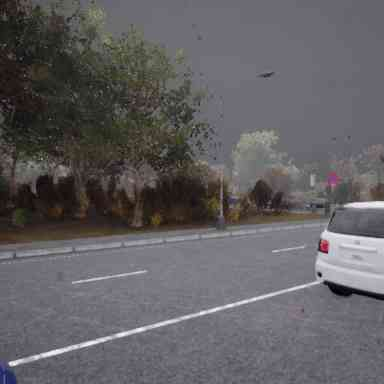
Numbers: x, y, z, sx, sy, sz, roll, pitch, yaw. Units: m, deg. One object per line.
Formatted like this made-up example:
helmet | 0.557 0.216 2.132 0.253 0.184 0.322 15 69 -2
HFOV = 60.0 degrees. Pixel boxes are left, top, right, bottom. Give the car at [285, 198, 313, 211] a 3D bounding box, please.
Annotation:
car | 12.015 1.473 39.666 2.128 1.511 4.902 0 0 -32

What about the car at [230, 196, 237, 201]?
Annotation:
car | 7.326 1.422 53.648 1.882 1.535 5.008 0 0 -32

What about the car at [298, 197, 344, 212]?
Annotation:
car | 15.596 1.469 40.549 2.128 1.511 4.902 0 0 -32

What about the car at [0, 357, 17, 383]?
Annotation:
car | -3.320 1.527 1.375 4.674 1.442 1.812 0 0 -36

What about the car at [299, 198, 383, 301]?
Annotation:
car | 5.070 1.217 7.369 5.566 2.045 2.150 0 0 -35
